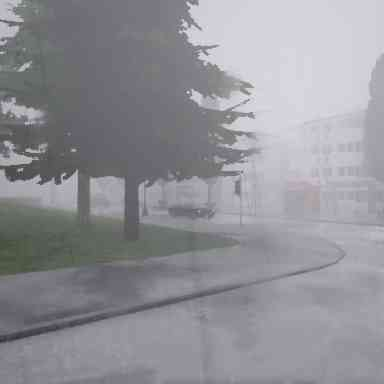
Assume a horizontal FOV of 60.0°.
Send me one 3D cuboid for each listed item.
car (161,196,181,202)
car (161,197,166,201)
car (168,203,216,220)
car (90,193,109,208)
[{"bbox_3d":[-5.226,1.673,83.155,4.974,1.542,2.038,0,0,-6],"label":"car"},{"bbox_3d":[-5.277,1.515,83.150,4.536,1.218,1.853,0,0,-6],"label":"car"},{"bbox_3d":[-0.078,1.600,28.284,1.895,1.301,4.718,0,0,-36],"label":"car"},{"bbox_3d":[-13.729,1.223,47.543,2.150,2.045,5.566,0,0,-35],"label":"car"}]
